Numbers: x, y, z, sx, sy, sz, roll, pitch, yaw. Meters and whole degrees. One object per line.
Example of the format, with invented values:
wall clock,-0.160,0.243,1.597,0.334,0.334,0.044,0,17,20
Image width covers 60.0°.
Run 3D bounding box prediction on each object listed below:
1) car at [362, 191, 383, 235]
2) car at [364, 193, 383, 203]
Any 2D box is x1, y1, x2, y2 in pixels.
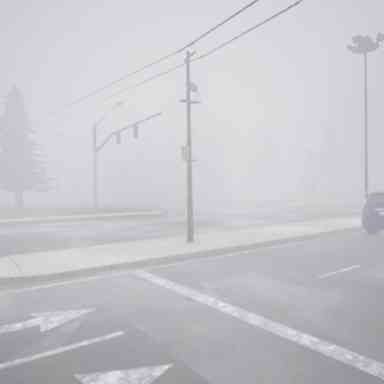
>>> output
car,10.138,0.956,15.606,5.566,2.045,2.150,-1,1,-37
car,26.330,0.817,46.862,4.181,1.385,1.994,-1,1,-35
